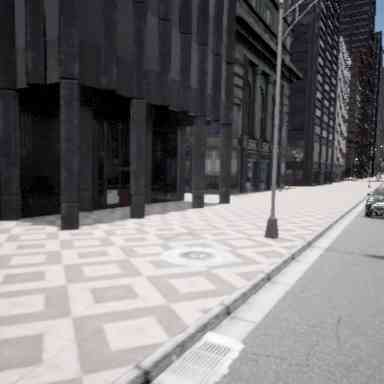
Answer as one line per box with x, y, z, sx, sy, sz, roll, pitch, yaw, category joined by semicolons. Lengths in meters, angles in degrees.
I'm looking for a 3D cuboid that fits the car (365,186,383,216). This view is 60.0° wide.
11.275;0.464;19.102;2.097;1.767;4.553;4;4;31;car
